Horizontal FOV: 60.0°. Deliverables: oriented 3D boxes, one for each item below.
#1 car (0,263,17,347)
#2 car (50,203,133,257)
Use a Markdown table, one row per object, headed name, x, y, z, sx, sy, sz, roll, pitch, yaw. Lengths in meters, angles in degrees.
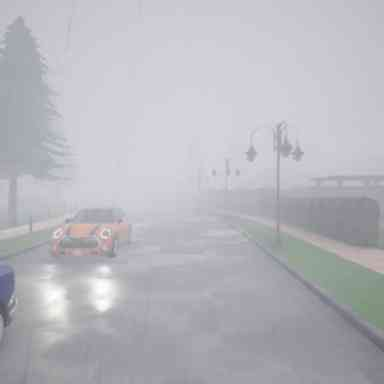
| name | x | y | z | sx | sy | sz | roll | pitch | yaw |
| --- | --- | --- | --- | --- | --- | --- | --- | --- | --- |
| car | -3.610 | 1.478 | 3.036 | 1.882 | 1.535 | 5.008 | 0 | 0 | 0 |
| car | -3.653 | 1.359 | 12.832 | 2.097 | 1.767 | 4.553 | 0 | 0 | -1 |
